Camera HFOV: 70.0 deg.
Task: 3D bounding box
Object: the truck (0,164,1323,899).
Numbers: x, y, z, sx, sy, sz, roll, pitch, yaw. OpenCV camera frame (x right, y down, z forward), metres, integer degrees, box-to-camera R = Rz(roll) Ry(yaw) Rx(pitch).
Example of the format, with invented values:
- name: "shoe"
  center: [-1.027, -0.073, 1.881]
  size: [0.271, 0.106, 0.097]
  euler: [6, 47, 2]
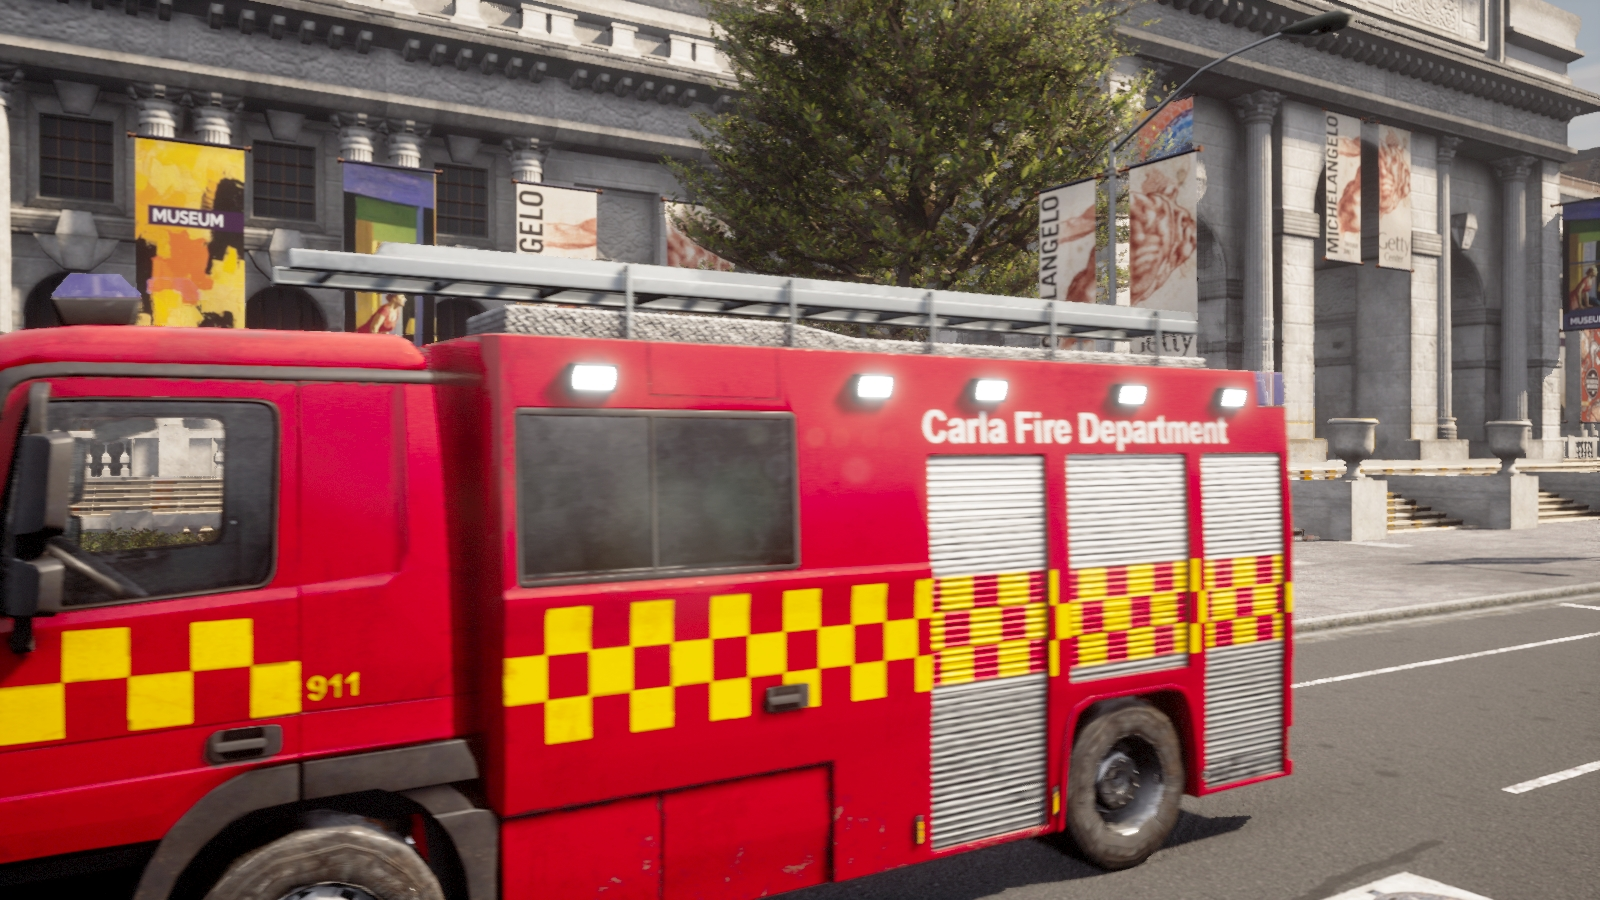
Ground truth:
- name: "truck"
  center: [-0.681, 0.877, 7.115]
  size: [8.468, 3.827, 2.891]
  euler: [0, 0, -31]
